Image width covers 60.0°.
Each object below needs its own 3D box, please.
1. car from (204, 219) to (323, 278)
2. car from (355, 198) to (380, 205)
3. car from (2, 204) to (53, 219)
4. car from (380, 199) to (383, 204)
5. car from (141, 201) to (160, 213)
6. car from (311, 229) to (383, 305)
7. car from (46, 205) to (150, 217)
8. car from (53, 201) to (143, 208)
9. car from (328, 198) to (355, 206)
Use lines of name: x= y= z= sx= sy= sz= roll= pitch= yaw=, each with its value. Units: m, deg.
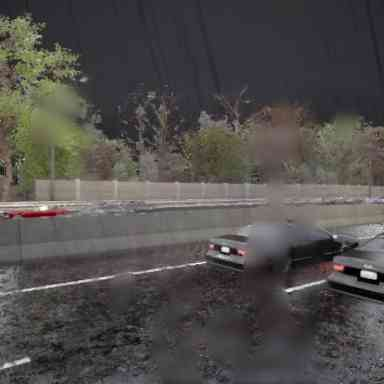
car: x=2.915 y=1.548 z=10.121 sx=5.357 sy=1.411 sz=2.033 roll=0 pitch=0 yaw=-35
car: x=26.342 y=1.562 z=48.508 sx=4.674 sy=1.442 sz=1.812 roll=0 pitch=0 yaw=-35
car: x=-11.524 y=1.604 z=25.017 sx=4.718 sy=1.301 sz=1.895 roll=0 pitch=0 yaw=-38
car: x=28.340 y=1.388 z=45.638 sx=4.553 sy=1.767 sz=2.097 roll=0 pitch=0 yaw=-35
car: x=-4.869 y=1.507 z=26.306 sx=4.892 sy=1.490 sz=1.837 roll=0 pitch=0 yaw=-35
car: x=5.240 y=1.548 z=7.480 sx=5.357 sy=1.411 sz=2.033 roll=0 pitch=0 yaw=-35
car: x=-4.902 y=1.603 z=17.691 sx=4.718 sy=1.301 sz=1.895 roll=0 pitch=0 yaw=-35
car: x=-5.948 y=1.507 z=21.243 sx=4.892 sy=1.490 sz=1.837 roll=0 pitch=0 yaw=-35
car: x=22.914 y=1.582 z=50.362 sx=5.357 sy=1.411 sz=2.033 roll=0 pitch=0 yaw=-35
